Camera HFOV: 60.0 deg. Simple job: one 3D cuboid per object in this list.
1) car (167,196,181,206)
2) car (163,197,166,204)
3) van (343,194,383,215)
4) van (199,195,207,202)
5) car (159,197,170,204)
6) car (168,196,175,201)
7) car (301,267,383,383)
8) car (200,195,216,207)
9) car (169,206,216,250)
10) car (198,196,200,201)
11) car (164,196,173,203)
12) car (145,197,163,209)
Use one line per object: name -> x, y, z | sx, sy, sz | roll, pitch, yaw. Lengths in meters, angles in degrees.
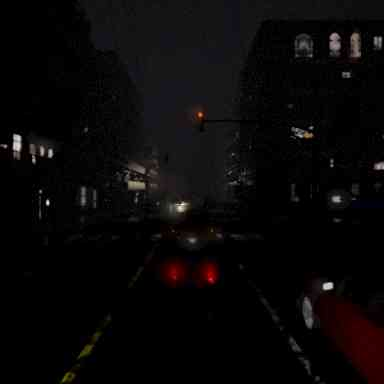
car -> -3.036, 1.689, 60.698 | 1.812, 1.442, 4.674 | 0, 0, 1
car -> -5.687, 1.705, 52.908 | 1.947, 1.339, 4.313 | 0, 0, 0
van -> 15.647, 1.105, 29.473 | 3.998, 1.788, 1.690 | -1, 1, -1
van -> 2.696, 1.570, 80.542 | 1.690, 1.788, 3.998 | -1, 0, 0
car -> -5.685, 1.773, 69.493 | 1.802, 1.307, 4.206 | -1, 0, 0
car -> -5.680, 1.849, 91.604 | 1.802, 1.307, 4.206 | -1, 0, 0
car -> 2.684, 1.554, 3.903 | 1.887, 1.381, 4.507 | 0, 0, 0
car -> 2.692, 1.579, 52.902 | 1.967, 1.590, 4.097 | -1, 0, 0
car -> 0.042, 1.559, 14.289 | 1.812, 1.442, 4.674 | 0, 0, 1
car -> 2.696, 1.742, 69.485 | 2.008, 1.369, 4.403 | -1, 0, 0
car -> -5.682, 1.753, 80.378 | 1.752, 1.417, 4.829 | -1, 0, 0
car -> -5.688, 1.673, 47.381 | 2.008, 1.369, 4.403 | 0, 0, 0
